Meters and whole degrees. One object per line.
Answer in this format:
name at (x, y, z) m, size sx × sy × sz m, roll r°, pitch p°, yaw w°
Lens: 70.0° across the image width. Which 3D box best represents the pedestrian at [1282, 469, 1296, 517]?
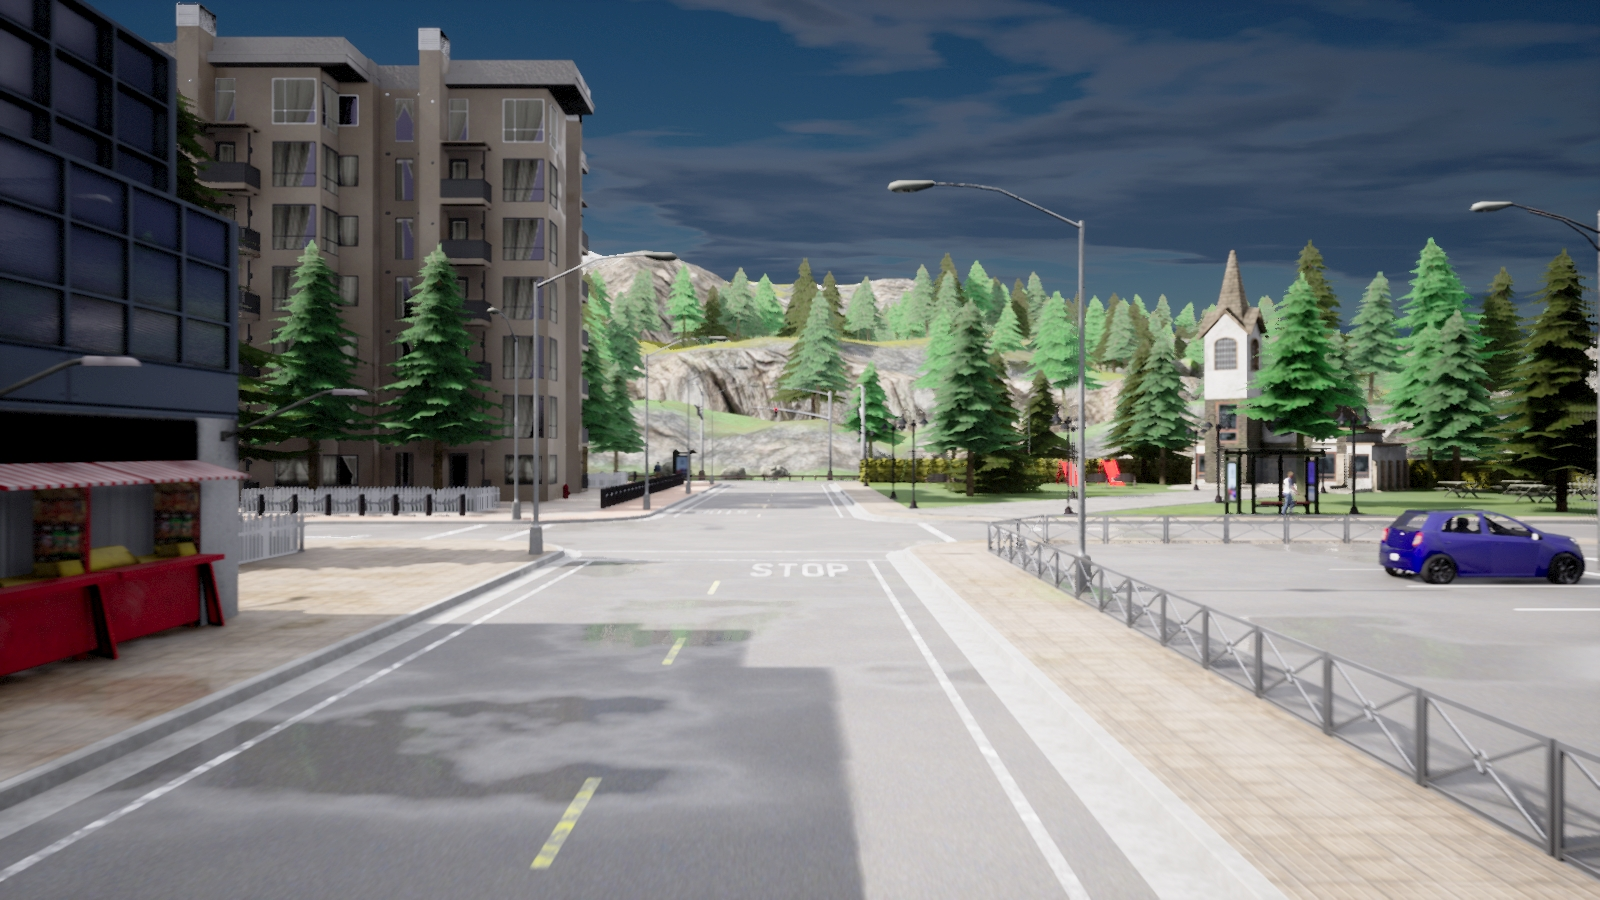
pedestrian at (19.154, 1.688, 44.773) m, size 0.375 × 1.860 × 0.375 m, roll 0°, pitch 0°, yaw 2°
